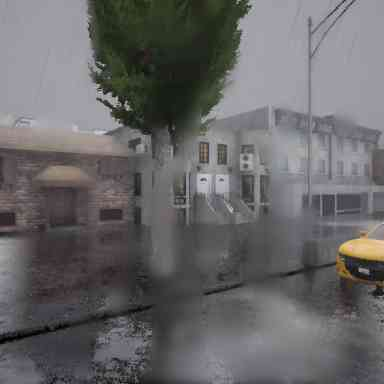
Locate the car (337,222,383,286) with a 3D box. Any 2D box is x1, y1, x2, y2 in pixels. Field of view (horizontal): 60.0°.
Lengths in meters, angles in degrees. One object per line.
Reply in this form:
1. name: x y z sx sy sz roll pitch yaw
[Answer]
1. car: 5.840 1.478 8.850 5.008 1.535 1.882 0 0 -36
